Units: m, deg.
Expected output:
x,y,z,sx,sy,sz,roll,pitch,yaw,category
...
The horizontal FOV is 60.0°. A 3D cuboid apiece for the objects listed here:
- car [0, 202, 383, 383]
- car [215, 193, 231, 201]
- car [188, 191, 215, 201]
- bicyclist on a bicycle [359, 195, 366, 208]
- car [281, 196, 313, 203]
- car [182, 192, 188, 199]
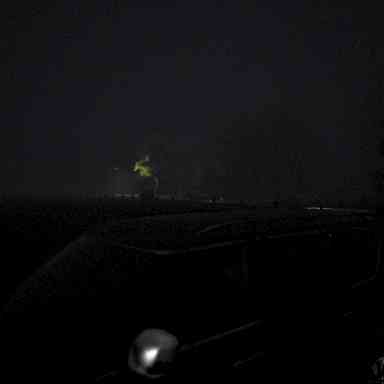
x,y,z,sx,sy,sz,roll,pitch,yaw,category
-0.149,1.226,2.963,5.566,2.045,2.150,0,0,-35,car
5.160,0.879,61.333,2.128,1.511,4.902,0,1,-33,car
1.674,0.878,61.513,1.812,1.442,4.674,0,1,-33,car
21.500,1.248,41.865,1.656,1.620,0.582,0,1,-33,bicyclist on a bicycle
13.569,1.265,43.094,1.994,1.385,4.181,0,1,-33,car
-0.233,0.618,69.519,1.837,1.490,4.892,0,1,-33,car
